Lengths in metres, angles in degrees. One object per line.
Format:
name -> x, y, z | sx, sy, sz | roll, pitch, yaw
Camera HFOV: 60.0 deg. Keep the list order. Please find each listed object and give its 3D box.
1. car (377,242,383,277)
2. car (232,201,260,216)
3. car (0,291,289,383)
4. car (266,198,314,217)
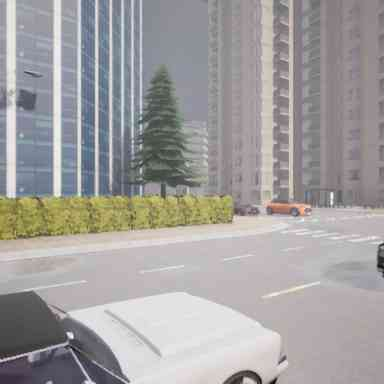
car -> 6.596, 1.492, 8.443 | 4.902, 1.511, 2.128 | 0, 0, -35
car -> 4.716, 1.619, 32.855 | 1.994, 1.385, 4.181 | 0, 0, -35
car -> -1.363, 1.600, 2.773 | 4.718, 1.301, 1.895 | 0, 0, -35
car -> 9.436, 1.407, 32.246 | 2.097, 1.767, 4.553 | 0, 0, -35
